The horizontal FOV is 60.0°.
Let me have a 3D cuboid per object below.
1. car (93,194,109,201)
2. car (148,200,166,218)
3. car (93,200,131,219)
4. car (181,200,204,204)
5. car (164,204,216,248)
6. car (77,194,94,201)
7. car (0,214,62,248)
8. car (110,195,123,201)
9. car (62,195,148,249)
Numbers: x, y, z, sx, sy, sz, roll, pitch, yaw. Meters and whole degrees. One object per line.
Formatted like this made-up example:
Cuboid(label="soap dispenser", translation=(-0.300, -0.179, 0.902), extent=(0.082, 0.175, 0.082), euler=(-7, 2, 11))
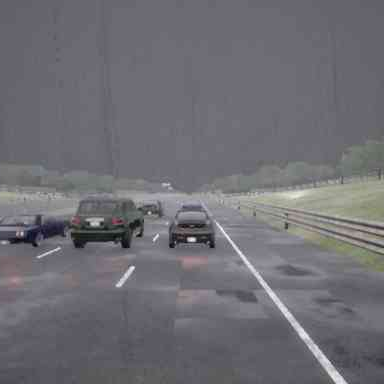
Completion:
Cuboid(label="car", translation=(-20.756, 1.330, 75.937), extent=(2.128, 1.511, 4.902), euler=(0, 0, 0))
Cuboid(label="car", translation=(-3.467, 1.462, 29.623), extent=(1.837, 1.490, 4.892), euler=(0, 0, 0))
Cuboid(label="car", translation=(-6.967, 1.508, 29.636), extent=(2.033, 1.411, 5.357), euler=(0, 0, 0))
Cuboid(label="car", translation=(0.033, 1.430, 29.610), extent=(1.882, 1.535, 5.008), euler=(0, 0, 0))
Cuboid(label="car", translation=(0.001, 1.497, 14.644), extent=(1.837, 1.490, 4.892), euler=(0, 0, 0))
Cuboid(label="car", translation=(-24.256, 1.330, 75.954), extent=(2.128, 1.511, 4.902), euler=(0, 0, 0))
Cuboid(label="car", translation=(-6.999, 1.597, 14.678), extent=(1.895, 1.301, 4.718), euler=(0, 0, 0))
Cuboid(label="car", translation=(-17.256, 1.400, 75.891), extent=(1.895, 1.301, 4.718), euler=(0, 0, 0))
Cuboid(label="car", translation=(-3.499, 1.238, 14.677), extent=(2.150, 2.045, 5.566), euler=(0, 0, 0))
